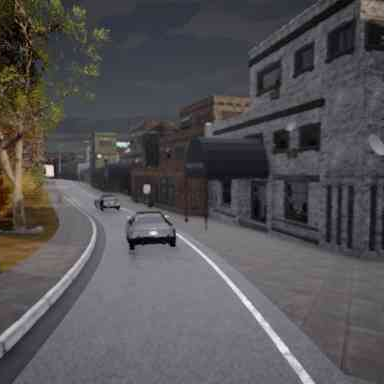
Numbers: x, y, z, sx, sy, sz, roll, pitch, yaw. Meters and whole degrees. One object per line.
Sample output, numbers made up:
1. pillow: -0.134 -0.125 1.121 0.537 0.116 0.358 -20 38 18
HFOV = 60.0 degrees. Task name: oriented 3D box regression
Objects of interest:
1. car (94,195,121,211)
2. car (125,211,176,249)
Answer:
1. car: -8.473 1.020 33.106 2.033 1.411 5.357 -2 3 -25
2. car: -1.955 1.554 14.920 1.994 1.385 4.181 -1 1 -13
